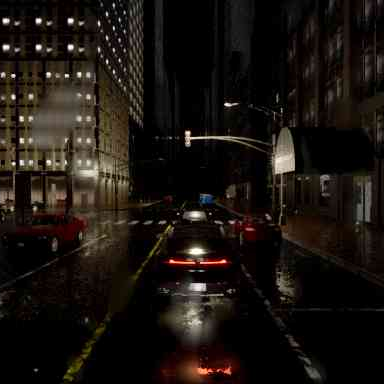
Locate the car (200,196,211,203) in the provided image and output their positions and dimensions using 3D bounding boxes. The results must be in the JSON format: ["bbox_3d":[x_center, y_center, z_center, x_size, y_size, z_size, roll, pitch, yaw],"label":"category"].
[{"bbox_3d":[2.784,1.534,69.874,2.008,1.369,4.403,0,0,0],"label":"car"}]

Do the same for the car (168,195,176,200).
[{"bbox_3d":[-5.564,1.533,92.674,1.947,1.339,4.313,0,0,0],"label":"car"}]

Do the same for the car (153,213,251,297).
[{"bbox_3d":[0.111,1.504,8.535,1.837,1.490,4.892,0,0,0],"label":"car"}]

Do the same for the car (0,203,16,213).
[{"bbox_3d":[-18.569,1.308,28.881,5.009,1.841,2.192,0,0,1],"label":"car"}]

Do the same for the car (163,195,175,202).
[{"bbox_3d":[-5.588,1.524,75.583,1.887,1.381,4.507,0,0,0],"label":"car"}]

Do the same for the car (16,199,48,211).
[{"bbox_3d":[-18.470,1.499,37.262,4.403,1.369,2.008,0,0,1],"label":"car"}]

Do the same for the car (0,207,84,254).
[{"bbox_3d":[-5.806,1.543,13.523,1.887,1.381,4.507,0,0,0],"label":"car"}]

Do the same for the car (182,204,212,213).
[{"bbox_3d":[0.125,1.562,17.411,1.994,1.385,4.181,0,0,0],"label":"car"}]

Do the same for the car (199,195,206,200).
[{"bbox_3d":[2.816,1.550,92.661,1.802,1.307,4.206,0,0,0],"label":"car"}]

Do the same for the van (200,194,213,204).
[{"bbox_3d":[2.766,1.329,58.481,1.690,1.788,3.998,0,0,0],"label":"van"}]

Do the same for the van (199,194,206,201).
[{"bbox_3d":[2.807,1.313,86.965,1.690,1.788,3.998,0,0,0],"label":"van"}]

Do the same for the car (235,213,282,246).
[{"bbox_3d":[2.835,1.580,14.888,1.802,1.307,4.206,0,0,0],"label":"car"}]
